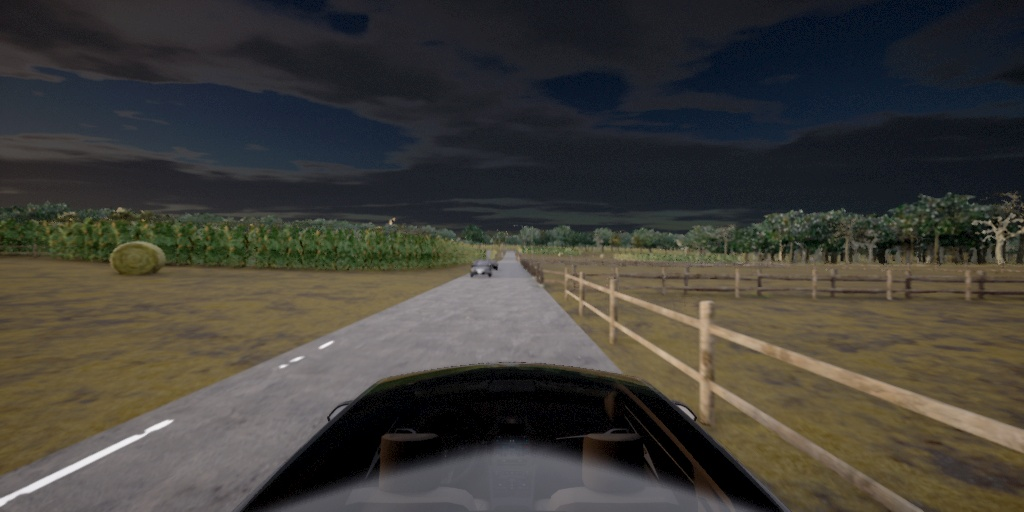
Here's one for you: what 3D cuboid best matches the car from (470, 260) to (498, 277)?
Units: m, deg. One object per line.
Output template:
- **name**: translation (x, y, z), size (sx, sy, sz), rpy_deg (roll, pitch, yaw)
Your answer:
- **car**: translation (-2.741, 1.123, 33.156), size (2.128, 1.511, 4.902), rpy_deg (0, 0, 0)
